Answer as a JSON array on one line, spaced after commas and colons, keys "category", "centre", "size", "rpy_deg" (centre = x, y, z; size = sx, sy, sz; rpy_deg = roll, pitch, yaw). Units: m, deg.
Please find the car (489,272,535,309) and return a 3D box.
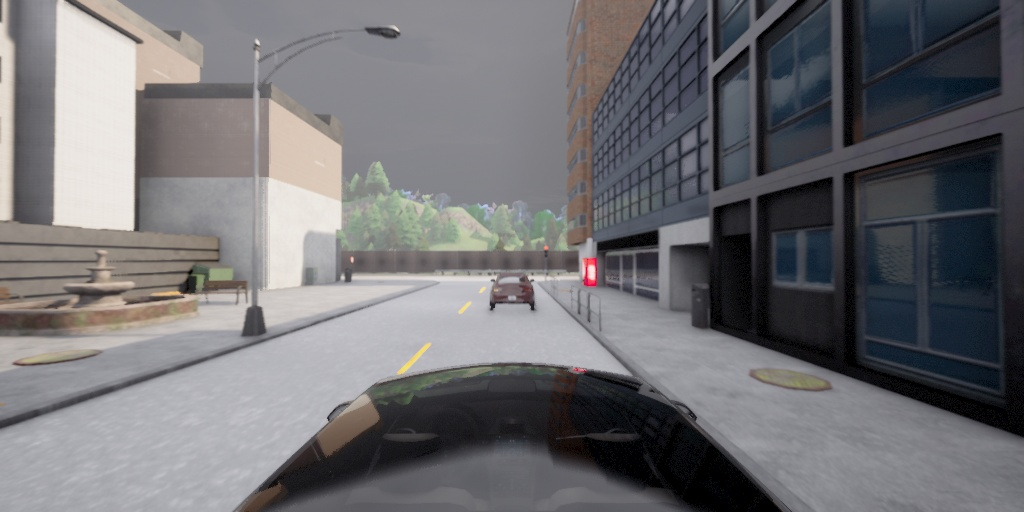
[{"category": "car", "centre": [0.028, 1.428, 15.724], "size": [1.812, 1.442, 4.674], "rpy_deg": [0, 0, 0]}]
